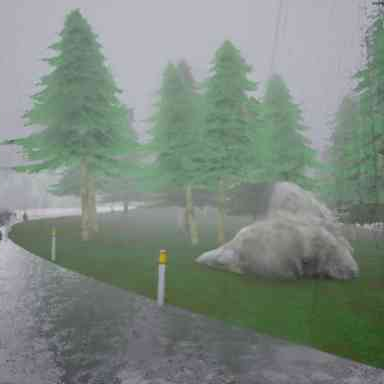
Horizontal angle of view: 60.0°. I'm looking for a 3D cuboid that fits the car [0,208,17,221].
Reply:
[{"bbox_3d":[-22.235,2.632,38.993,2.128,1.511,4.902,-3,-1,-6],"label":"car"}]
